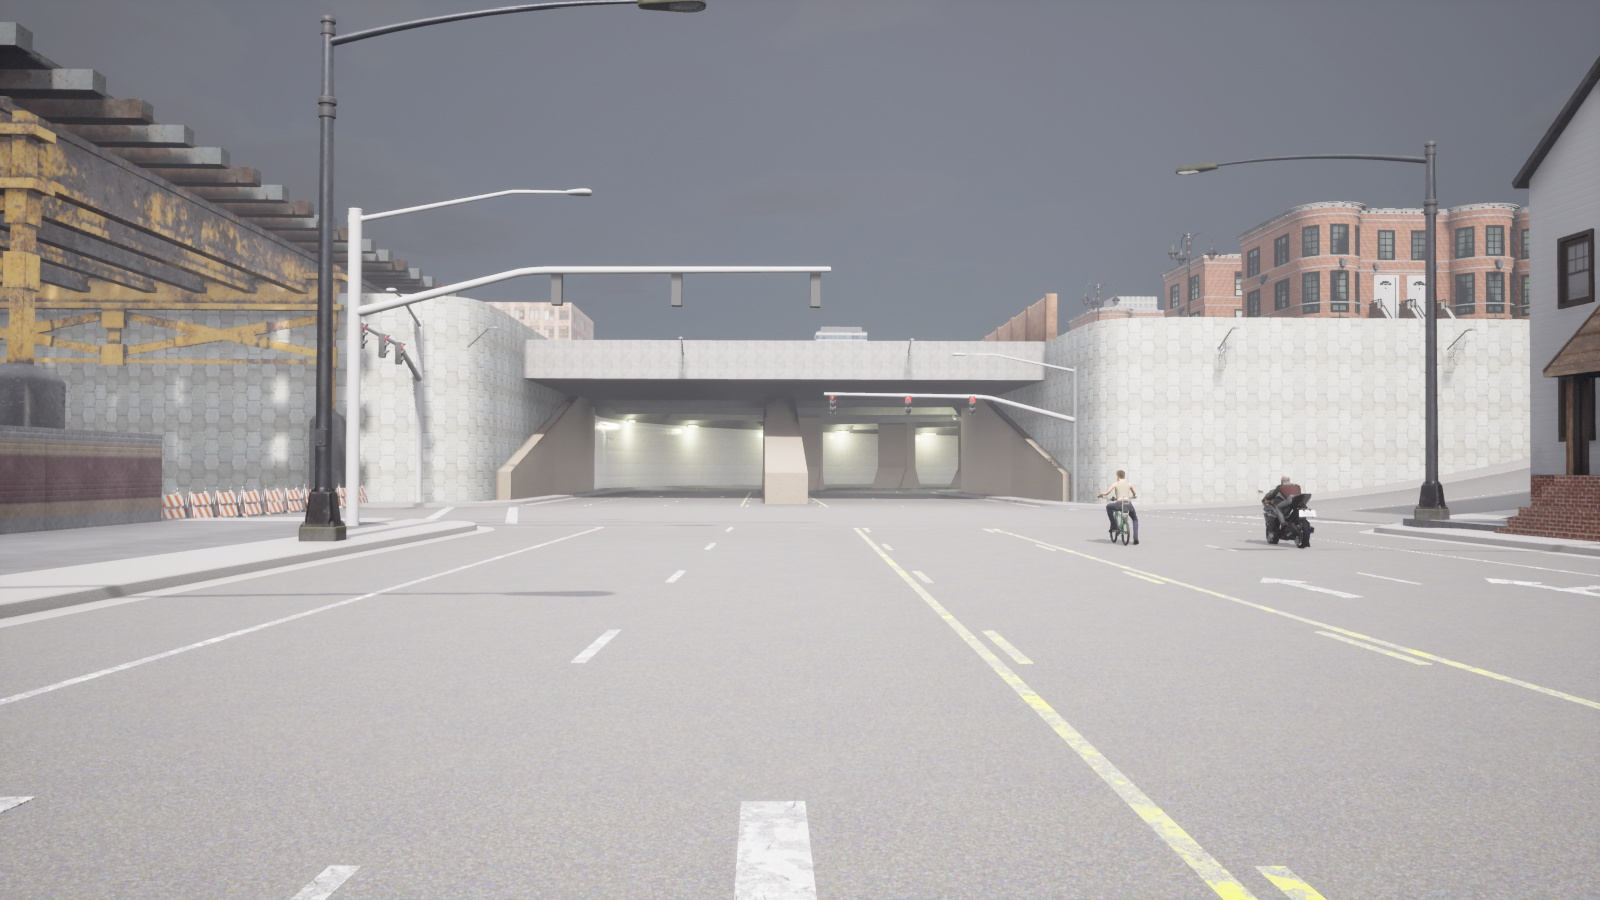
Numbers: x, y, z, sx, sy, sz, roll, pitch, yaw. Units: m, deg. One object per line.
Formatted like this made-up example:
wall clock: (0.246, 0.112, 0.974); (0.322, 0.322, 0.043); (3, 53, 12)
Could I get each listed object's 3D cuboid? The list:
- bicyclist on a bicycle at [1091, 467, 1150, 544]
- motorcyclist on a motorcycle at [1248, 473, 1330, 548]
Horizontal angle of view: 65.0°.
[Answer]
bicyclist on a bicycle: (6.927, 1.179, 27.175); (0.866, 1.612, 1.509); (0, -1, -1)
motorcyclist on a motorcycle: (10.422, 1.258, 26.851); (0.866, 1.530, 2.191); (0, -1, 0)
